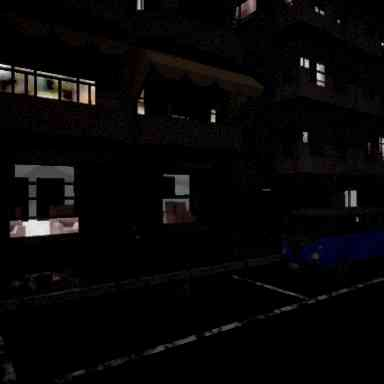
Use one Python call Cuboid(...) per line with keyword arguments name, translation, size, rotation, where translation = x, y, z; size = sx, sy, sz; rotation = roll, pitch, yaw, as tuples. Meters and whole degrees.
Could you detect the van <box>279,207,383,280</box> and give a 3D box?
Cuboid(name="van", translation=(4.273, 1.339, 9.619), size=(3.998, 1.788, 1.690), rotation=(0, 0, -35))
